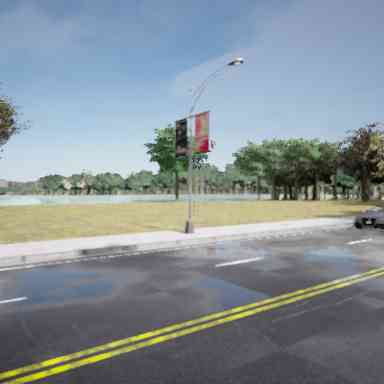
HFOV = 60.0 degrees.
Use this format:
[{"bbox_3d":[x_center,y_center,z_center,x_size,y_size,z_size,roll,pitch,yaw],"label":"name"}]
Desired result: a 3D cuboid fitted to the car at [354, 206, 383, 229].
[{"bbox_3d":[11.571,1.528,19.920,4.181,1.385,1.994,0,0,-35],"label":"car"}]
